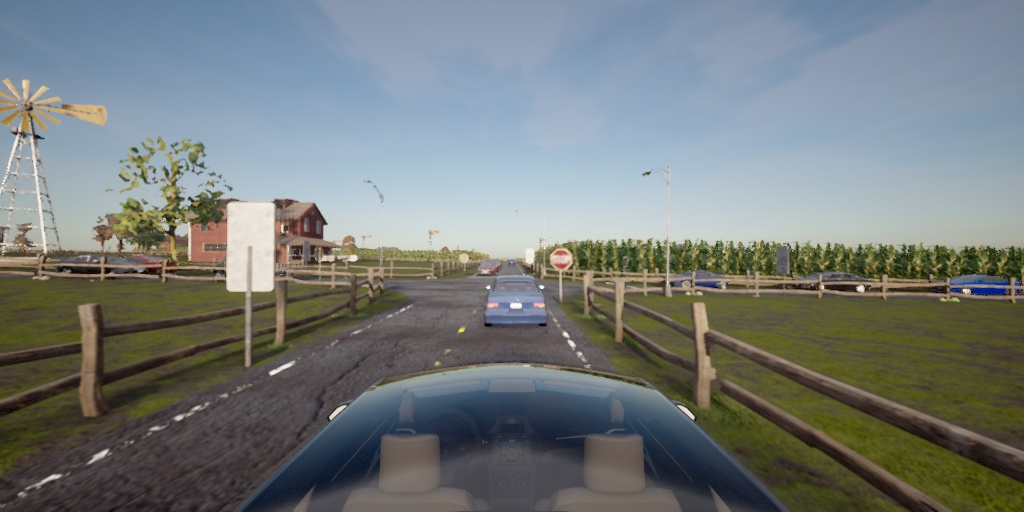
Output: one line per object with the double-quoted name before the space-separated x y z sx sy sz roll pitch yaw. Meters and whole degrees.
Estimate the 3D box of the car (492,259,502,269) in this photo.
"car" -2.833 1.287 48.577 2.097 1.767 4.553 0 0 0

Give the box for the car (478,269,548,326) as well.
"car" 0.117 1.333 11.736 2.033 1.411 5.357 0 0 0

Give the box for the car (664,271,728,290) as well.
"car" 13.608 1.766 26.587 4.181 1.385 1.994 1 -1 -1

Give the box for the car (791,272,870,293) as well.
"car" 23.482 1.935 26.500 4.892 1.490 1.837 1 -1 1

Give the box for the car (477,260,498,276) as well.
"car" -2.809 1.421 39.538 1.812 1.442 4.674 0 0 -1

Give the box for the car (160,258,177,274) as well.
"car" -28.207 0.704 26.940 5.008 1.535 1.882 1 -1 0

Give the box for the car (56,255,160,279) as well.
"car" -27.243 0.697 23.985 4.902 1.511 2.128 1 -1 1

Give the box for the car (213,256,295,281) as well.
"car" -17.034 0.794 23.900 4.553 1.767 2.097 1 -1 0

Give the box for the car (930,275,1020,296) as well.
"car" 33.952 2.148 26.406 5.008 1.535 1.882 1 -1 1
